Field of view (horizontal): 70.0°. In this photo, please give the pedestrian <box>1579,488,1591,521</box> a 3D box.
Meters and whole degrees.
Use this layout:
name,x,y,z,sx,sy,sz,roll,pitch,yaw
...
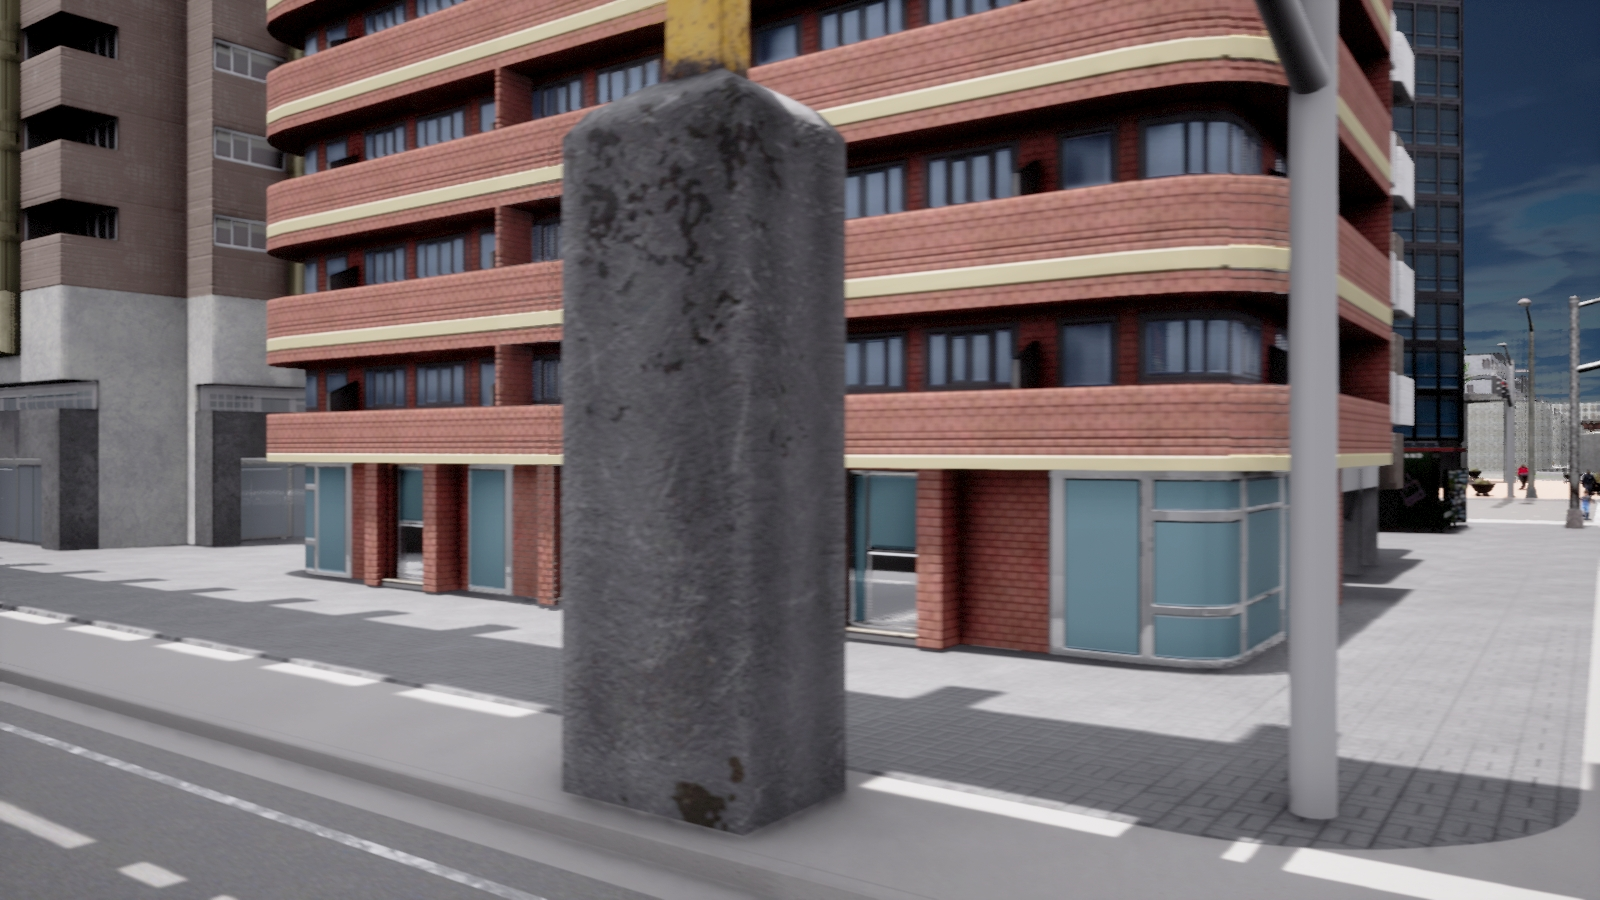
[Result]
name,x,y,z,sx,sy,sz,roll,pitch,yaw
pedestrian,31.637,2.176,46.038,0.375,1.300,0.375,0,0,35

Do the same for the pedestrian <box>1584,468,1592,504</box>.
name,x,y,z,sx,sy,sz,roll,pitch,yaw
pedestrian,41.613,1.889,60.325,0.375,1.860,0.375,0,0,35
